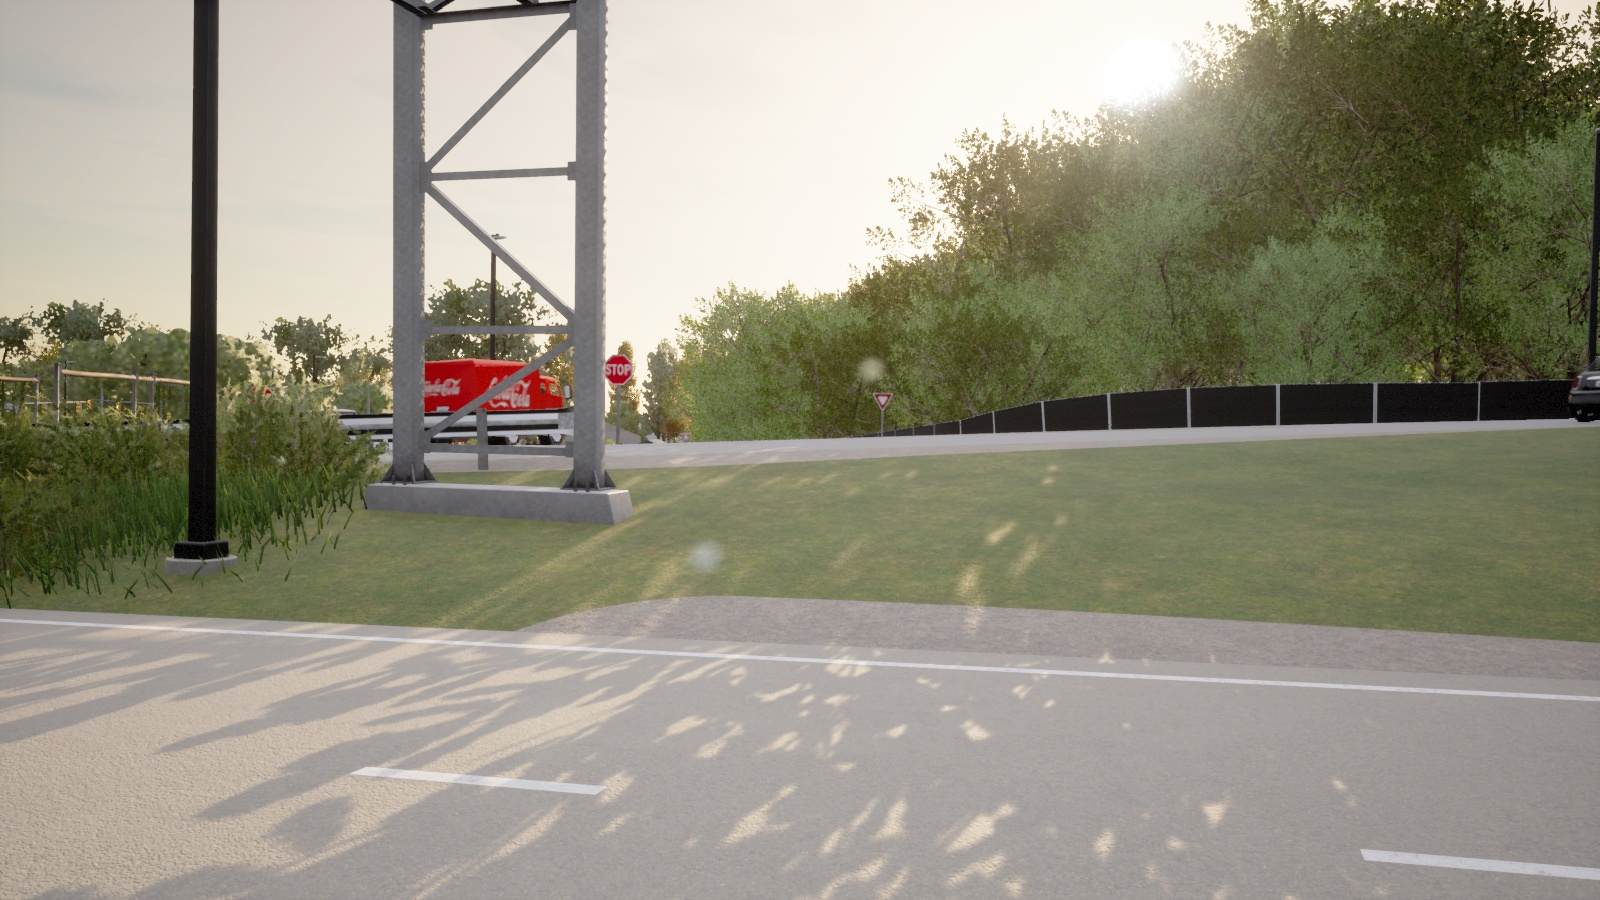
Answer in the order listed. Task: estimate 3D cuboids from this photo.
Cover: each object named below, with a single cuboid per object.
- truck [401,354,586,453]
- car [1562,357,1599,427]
[{"bbox_3d":[-8.476,-1.247,35.349,2.627,2.467,5.204,-2,0,18],"label":"truck"},{"bbox_3d":[18.660,-1.260,26.816,3.806,1.475,1.970,-1,1,-14],"label":"car"}]
